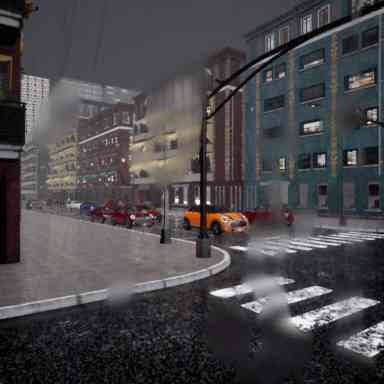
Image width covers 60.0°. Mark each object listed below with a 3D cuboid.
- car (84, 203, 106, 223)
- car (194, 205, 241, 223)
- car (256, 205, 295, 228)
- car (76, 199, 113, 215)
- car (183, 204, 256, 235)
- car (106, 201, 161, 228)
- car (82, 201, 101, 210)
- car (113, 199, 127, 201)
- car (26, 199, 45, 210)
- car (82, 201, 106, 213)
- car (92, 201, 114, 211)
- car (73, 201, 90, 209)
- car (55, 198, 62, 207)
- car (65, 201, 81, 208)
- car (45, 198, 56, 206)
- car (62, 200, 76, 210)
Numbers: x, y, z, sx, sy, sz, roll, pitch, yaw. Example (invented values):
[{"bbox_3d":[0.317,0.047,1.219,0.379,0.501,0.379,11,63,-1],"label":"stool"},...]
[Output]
[{"bbox_3d":[-7.519,1.904,28.641,1.802,1.307,4.206,-1,0,-35],"label":"car"},{"bbox_3d":[2.110,1.849,28.632,1.802,1.307,4.206,-1,0,-35],"label":"car"},{"bbox_3d":[5.291,1.639,24.088,1.967,1.590,4.097,-1,0,-35],"label":"car"},{"bbox_3d":[-11.310,1.803,38.399,2.097,1.767,4.553,0,-1,-35],"label":"car"},{"bbox_3d":[1.358,1.531,20.284,2.097,1.767,4.553,0,-1,-35],"label":"car"},{"bbox_3d":[-4.341,1.694,24.095,1.967,1.590,4.097,-1,0,-35],"label":"car"},{"bbox_3d":[-16.976,2.258,55.909,1.802,1.307,4.206,-1,0,-35],"label":"car"},{"bbox_3d":[-10.620,1.855,46.817,2.192,1.841,5.009,-1,0,-35],"label":"car"},{"bbox_3d":[-26.604,2.171,55.922,1.967,1.590,4.097,-1,0,-35],"label":"car"},{"bbox_3d":[-14.020,2.090,47.292,1.812,1.442,4.674,0,-1,-35],"label":"car"},{"bbox_3d":[-13.796,2.159,51.363,2.008,1.369,4.403,-1,0,-35],"label":"car"},{"bbox_3d":[-20.157,2.326,60.456,1.802,1.307,4.206,-1,0,-35],"label":"car"},{"bbox_3d":[-26.518,2.429,69.549,2.008,1.369,4.403,-1,0,-35],"label":"car"},{"bbox_3d":[-23.337,2.377,65.003,1.947,1.339,4.313,-1,0,-35],"label":"car"},{"bbox_3d":[-32.882,2.328,78.644,2.192,1.841,5.009,-1,0,-35],"label":"car"},{"bbox_3d":[-19.718,2.212,55.369,1.812,1.442,4.674,0,-1,-35],"label":"car"}]
